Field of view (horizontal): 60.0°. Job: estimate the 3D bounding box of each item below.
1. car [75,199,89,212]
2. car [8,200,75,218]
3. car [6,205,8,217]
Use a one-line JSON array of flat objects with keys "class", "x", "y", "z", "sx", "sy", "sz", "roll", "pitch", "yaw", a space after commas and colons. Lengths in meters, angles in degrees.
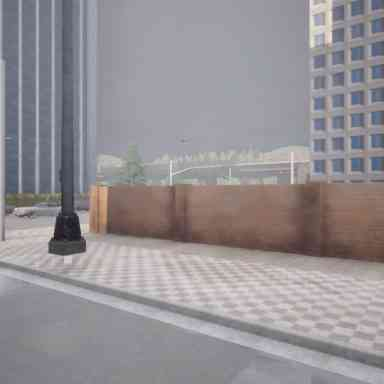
[{"class": "car", "x": -12.432, "y": 1.547, "z": 37.497, "sx": 2.033, "sy": 1.411, "sz": 5.357, "roll": 0, "pitch": 0, "yaw": 35}, {"class": "car", "x": -13.438, "y": 1.601, "z": 29.961, "sx": 1.895, "sy": 1.301, "sz": 4.718, "roll": 0, "pitch": 0, "yaw": 35}, {"class": "car", "x": -18.241, "y": 1.547, "z": 29.267, "sx": 2.033, "sy": 1.411, "sz": 5.357, "roll": 0, "pitch": 0, "yaw": 32}]
